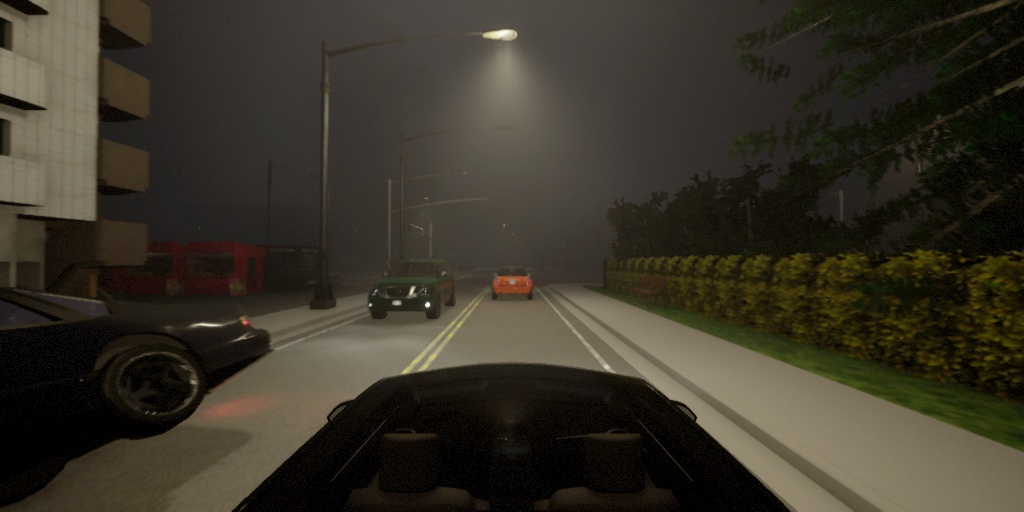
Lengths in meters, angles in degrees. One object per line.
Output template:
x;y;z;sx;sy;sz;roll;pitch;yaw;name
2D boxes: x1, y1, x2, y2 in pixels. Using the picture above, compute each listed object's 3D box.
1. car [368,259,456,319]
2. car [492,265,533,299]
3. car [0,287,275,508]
-3.576;1.138;13.916;2.150;2.045;5.566;0;-1;0;car
0.021;1.352;19.907;2.097;1.767;4.553;0;-1;0;car
-3.911;0.990;1.621;2.033;1.411;5.357;-31;-7;6;car
